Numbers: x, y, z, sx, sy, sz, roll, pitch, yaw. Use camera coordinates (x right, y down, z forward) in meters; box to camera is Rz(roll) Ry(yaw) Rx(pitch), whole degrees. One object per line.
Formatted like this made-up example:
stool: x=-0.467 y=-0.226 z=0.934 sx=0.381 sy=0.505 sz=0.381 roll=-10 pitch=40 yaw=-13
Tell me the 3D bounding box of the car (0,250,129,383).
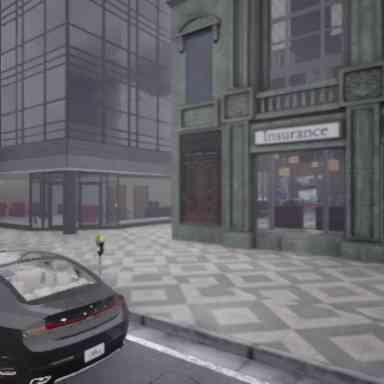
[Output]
car: x=-2.871 y=1.573 z=5.010 sx=4.403 sy=1.369 sz=2.008 roll=0 pitch=0 yaw=36
